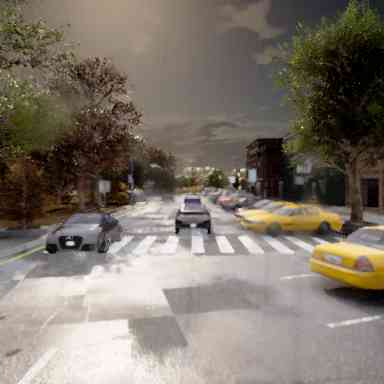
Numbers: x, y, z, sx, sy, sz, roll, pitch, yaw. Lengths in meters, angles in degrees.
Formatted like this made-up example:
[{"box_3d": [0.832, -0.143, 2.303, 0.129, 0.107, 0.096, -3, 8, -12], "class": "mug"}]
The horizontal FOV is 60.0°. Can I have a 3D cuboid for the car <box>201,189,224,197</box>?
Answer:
[{"box_3d": [5.413, 0.200, 89.138, 5.566, 2.045, 2.435, 1, 0, -20], "class": "car"}]

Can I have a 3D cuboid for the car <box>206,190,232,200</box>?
[{"box_3d": [5.334, 0.583, 65.084, 4.553, 1.767, 2.185, 1, 0, -20], "class": "car"}]

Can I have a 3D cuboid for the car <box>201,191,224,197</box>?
[{"box_3d": [5.220, 0.511, 83.048, 5.366, 1.575, 1.946, 1, 1, -20], "class": "car"}]

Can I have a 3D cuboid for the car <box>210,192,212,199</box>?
[{"box_3d": [5.288, 1.002, 44.077, 4.674, 1.452, 2.002, 1, 1, -20], "class": "car"}]

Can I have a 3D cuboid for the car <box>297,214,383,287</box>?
[{"box_3d": [5.465, 1.462, 8.119, 5.366, 1.575, 1.946, 1, 0, -20], "class": "car"}]

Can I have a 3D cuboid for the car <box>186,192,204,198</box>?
[{"box_3d": [0.059, 1.060, 36.460, 1.882, 1.535, 5.008, 0, 1, 0], "class": "car"}]

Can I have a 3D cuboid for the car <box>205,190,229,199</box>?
[{"box_3d": [5.416, 0.518, 71.100, 4.553, 1.767, 2.185, 1, 1, -20], "class": "car"}]

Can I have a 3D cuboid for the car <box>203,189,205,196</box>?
[{"box_3d": [5.312, 0.560, 56.067, 5.566, 2.045, 2.435, 1, 1, -20], "class": "car"}]

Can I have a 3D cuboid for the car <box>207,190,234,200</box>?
[{"box_3d": [5.324, 0.616, 62.082, 4.553, 1.767, 2.185, 1, 0, -20], "class": "car"}]

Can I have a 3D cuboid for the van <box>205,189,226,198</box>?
[{"box_3d": [5.503, 0.354, 77.147, 4.442, 1.987, 1.878, 1, 0, -20], "class": "van"}]

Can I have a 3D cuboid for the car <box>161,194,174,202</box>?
[{"box_3d": [-4.031, 0.938, 55.773, 1.895, 1.301, 4.718, 0, 1, 0], "class": "car"}]

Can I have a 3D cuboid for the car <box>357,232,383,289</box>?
[{"box_3d": [5.322, 1.475, 5.050, 5.008, 1.535, 2.097, 1, 1, -20], "class": "car"}]

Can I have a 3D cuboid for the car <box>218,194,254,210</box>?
[{"box_3d": [5.263, 1.166, 32.069, 4.674, 1.452, 2.002, 0, 1, -20], "class": "car"}]

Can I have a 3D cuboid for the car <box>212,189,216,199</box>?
[{"box_3d": [5.314, 0.877, 41.079, 4.553, 1.767, 2.185, 1, 1, -20], "class": "car"}]

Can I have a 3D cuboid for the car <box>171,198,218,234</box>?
[{"box_3d": [0.058, 1.334, 18.230, 2.128, 1.511, 4.902, 0, 1, 0], "class": "car"}]

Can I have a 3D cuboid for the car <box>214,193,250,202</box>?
[{"box_3d": [5.238, 1.113, 35.060, 4.792, 1.488, 2.163, 0, 1, -20], "class": "car"}]

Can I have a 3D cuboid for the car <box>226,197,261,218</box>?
[{"box_3d": [5.084, 1.294, 20.004, 5.366, 1.575, 1.946, 0, 1, -20], "class": "car"}]

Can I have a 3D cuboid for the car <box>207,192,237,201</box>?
[{"box_3d": [5.320, 0.806, 59.070, 4.792, 1.488, 2.163, 1, 1, -20], "class": "car"}]

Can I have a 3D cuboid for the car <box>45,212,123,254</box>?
[{"box_3d": [-4.021, 1.485, 12.999, 1.994, 1.385, 4.181, 0, 1, 0], "class": "car"}]

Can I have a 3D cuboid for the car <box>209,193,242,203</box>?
[{"box_3d": [5.295, 0.878, 53.070, 4.792, 1.488, 2.163, 1, 1, -20], "class": "car"}]

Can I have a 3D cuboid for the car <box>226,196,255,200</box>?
[{"box_3d": [5.264, 1.256, 23.069, 4.892, 1.521, 2.231, 0, 1, -20], "class": "car"}]

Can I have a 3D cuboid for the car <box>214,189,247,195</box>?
[{"box_3d": [5.306, 0.917, 38.078, 4.553, 1.767, 2.185, 0, 1, -20], "class": "car"}]

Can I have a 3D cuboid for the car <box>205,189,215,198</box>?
[{"box_3d": [5.291, 0.672, 47.051, 5.566, 2.045, 2.435, 1, 1, -20], "class": "car"}]

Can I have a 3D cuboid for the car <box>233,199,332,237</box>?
[{"box_3d": [5.089, 1.337, 17.003, 5.366, 1.575, 1.946, 1, 1, -20], "class": "car"}]
